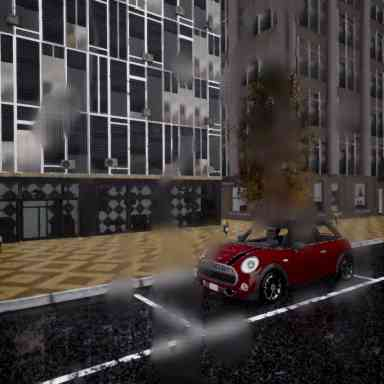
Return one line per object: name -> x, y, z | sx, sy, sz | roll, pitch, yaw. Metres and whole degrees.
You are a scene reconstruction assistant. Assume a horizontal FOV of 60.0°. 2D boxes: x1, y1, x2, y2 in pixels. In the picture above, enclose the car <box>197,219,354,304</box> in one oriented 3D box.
car -> 2.067, 1.439, 8.043 | 4.097, 1.590, 1.967 | 0, -1, -35
